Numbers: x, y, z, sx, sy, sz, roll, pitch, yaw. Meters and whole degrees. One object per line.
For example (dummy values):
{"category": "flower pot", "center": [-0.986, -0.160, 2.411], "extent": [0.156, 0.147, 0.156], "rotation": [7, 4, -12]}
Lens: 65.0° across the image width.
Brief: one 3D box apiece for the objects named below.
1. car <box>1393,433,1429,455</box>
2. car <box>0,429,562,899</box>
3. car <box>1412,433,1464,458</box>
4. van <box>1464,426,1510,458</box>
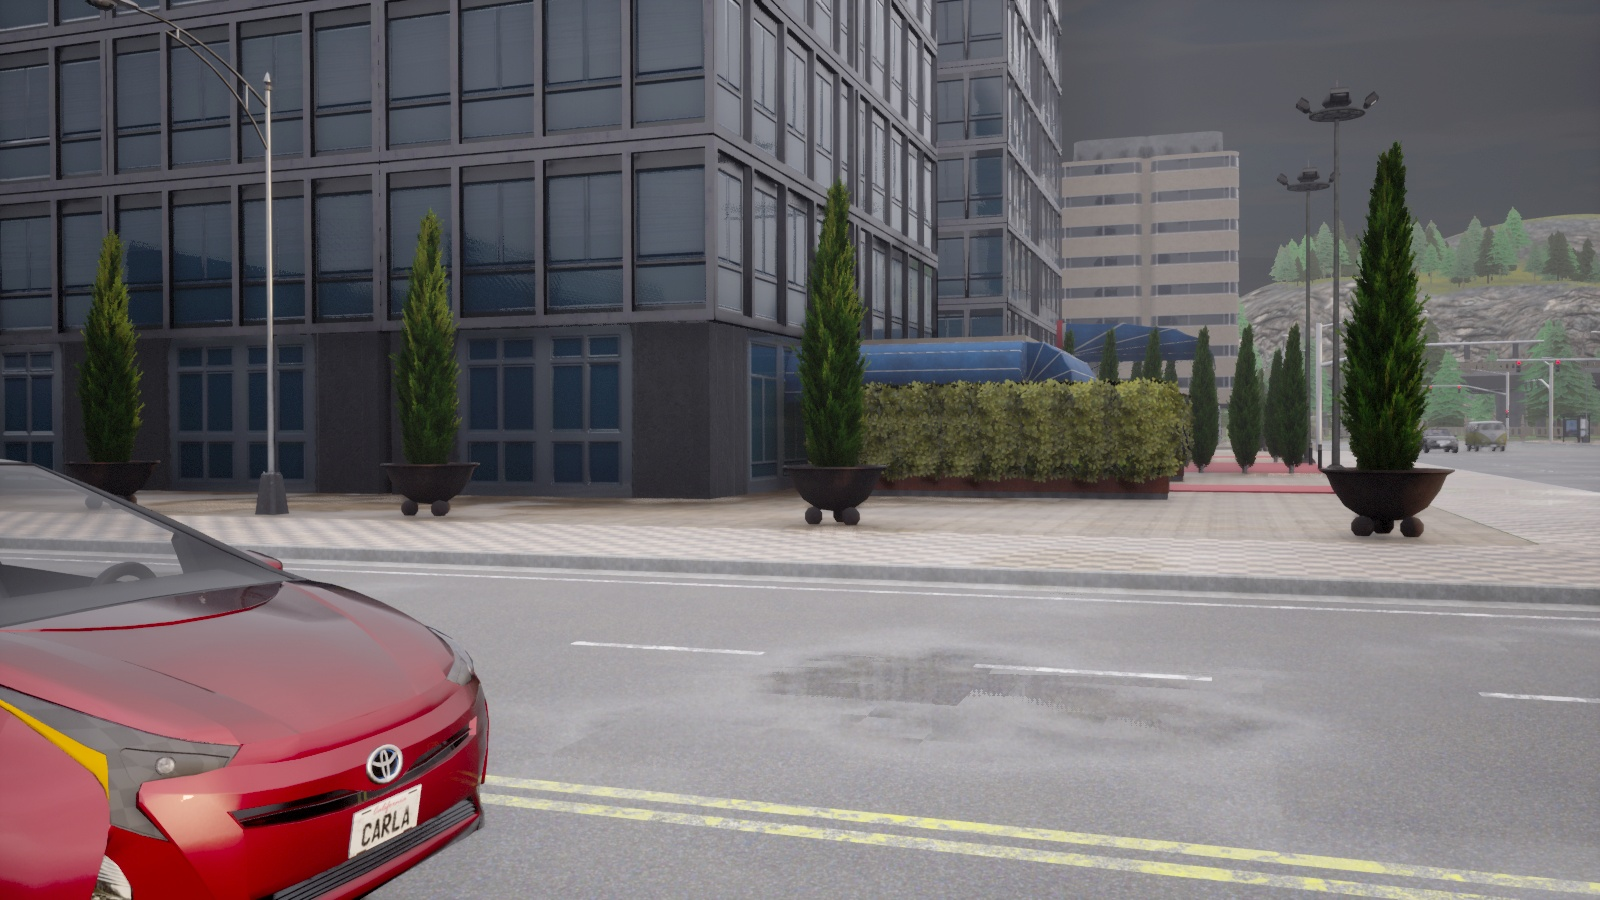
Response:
{"category": "car", "center": [42.951, -0.449, 88.392], "extent": [1.789, 1.549, 3.705], "rotation": [1, 1, 18]}
{"category": "car", "center": [-3.322, 0.692, 4.311], "extent": [4.514, 1.525, 2.007], "rotation": [1, 1, 19]}
{"category": "car", "center": [39.436, -0.314, 77.723], "extent": [2.128, 1.511, 4.902], "rotation": [1, 1, 18]}
{"category": "van", "center": [44.117, -0.548, 80.741], "extent": [1.775, 1.987, 4.442], "rotation": [1, 1, 18]}
